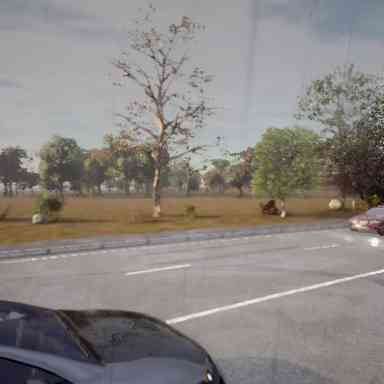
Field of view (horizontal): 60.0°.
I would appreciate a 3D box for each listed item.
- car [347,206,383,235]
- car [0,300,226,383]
[{"bbox_3d":[10.768,1.506,18.499,4.674,1.442,1.812,0,0,-28],"label":"car"},{"bbox_3d":[-1.716,1.554,2.397,4.181,1.385,1.994,0,0,-36],"label":"car"}]
